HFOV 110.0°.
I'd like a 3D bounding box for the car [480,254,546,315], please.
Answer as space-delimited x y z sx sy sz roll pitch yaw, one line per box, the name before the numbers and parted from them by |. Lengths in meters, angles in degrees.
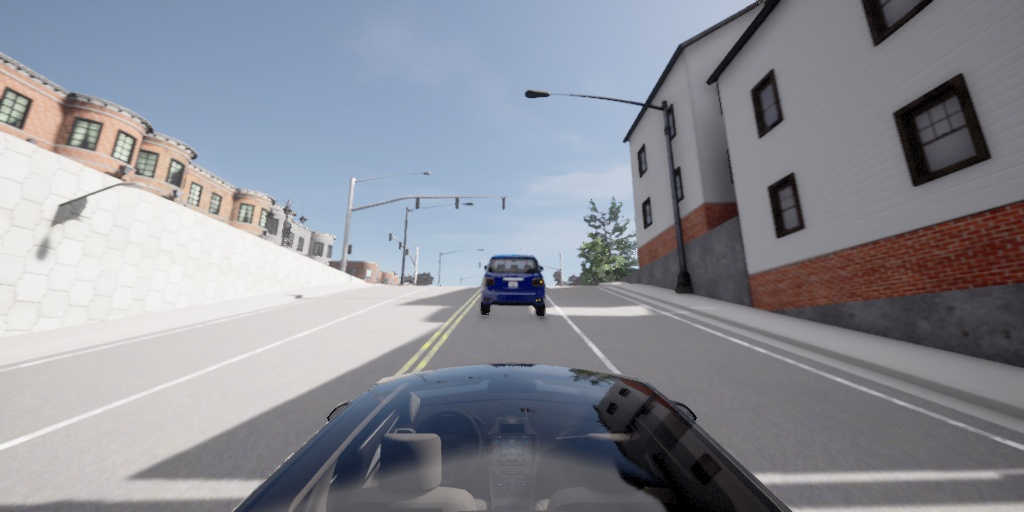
car | 0.060 0.973 13.690 2.150 2.045 5.566 1 0 1
